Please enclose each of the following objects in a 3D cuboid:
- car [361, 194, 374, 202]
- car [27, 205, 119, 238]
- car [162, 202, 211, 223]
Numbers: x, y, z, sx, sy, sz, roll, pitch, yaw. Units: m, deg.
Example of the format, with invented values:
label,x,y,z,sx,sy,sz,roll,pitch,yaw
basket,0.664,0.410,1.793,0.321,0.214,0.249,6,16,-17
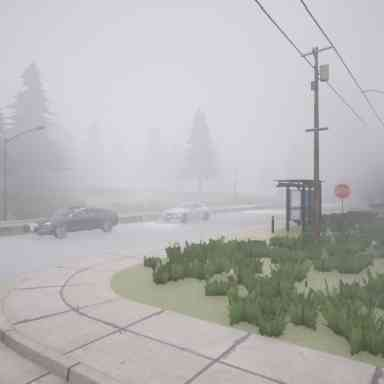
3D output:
label,x,y,z,sx,sy,sz,roll,pitch,yaw
car,40.426,1.355,76.462,2.097,1.767,4.553,0,0,36
car,-6.157,1.492,17.766,2.128,1.511,4.902,0,0,36
car,-0.311,1.526,25.839,1.812,1.442,4.674,0,0,36
